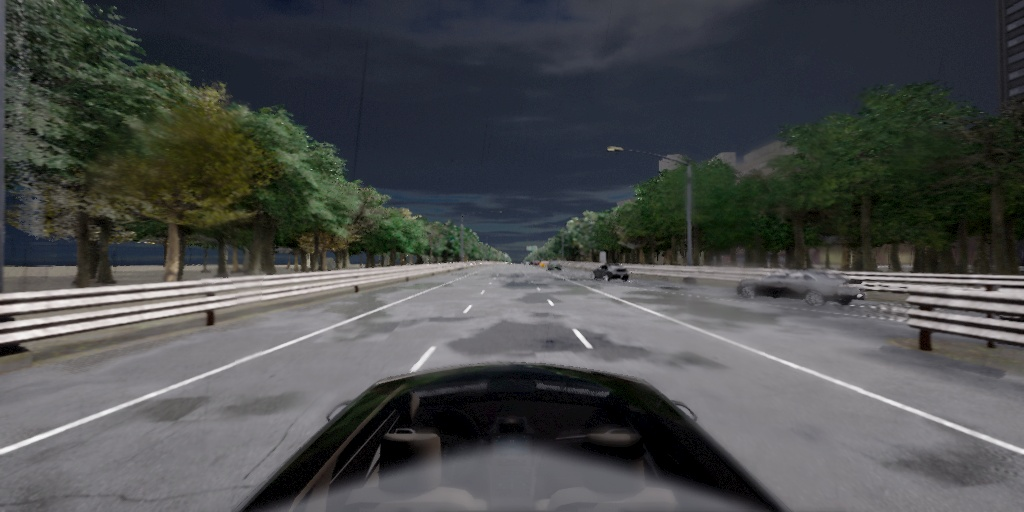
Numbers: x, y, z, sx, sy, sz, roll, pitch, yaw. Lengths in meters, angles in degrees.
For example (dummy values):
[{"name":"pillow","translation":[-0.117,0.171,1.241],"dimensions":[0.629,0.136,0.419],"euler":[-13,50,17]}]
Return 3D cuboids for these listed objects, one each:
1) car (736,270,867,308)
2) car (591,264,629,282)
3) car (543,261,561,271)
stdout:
[{"name":"car","translation":[12.810,1.395,16.338],"dimensions":[2.128,1.511,4.902],"euler":[0,-1,-19]},{"name":"car","translation":[8.703,1.494,32.156],"dimensions":[1.837,1.490,4.892],"euler":[0,0,-10]},{"name":"car","translation":[6.982,1.553,60.544],"dimensions":[2.097,1.767,4.553],"euler":[0,0,0]}]
